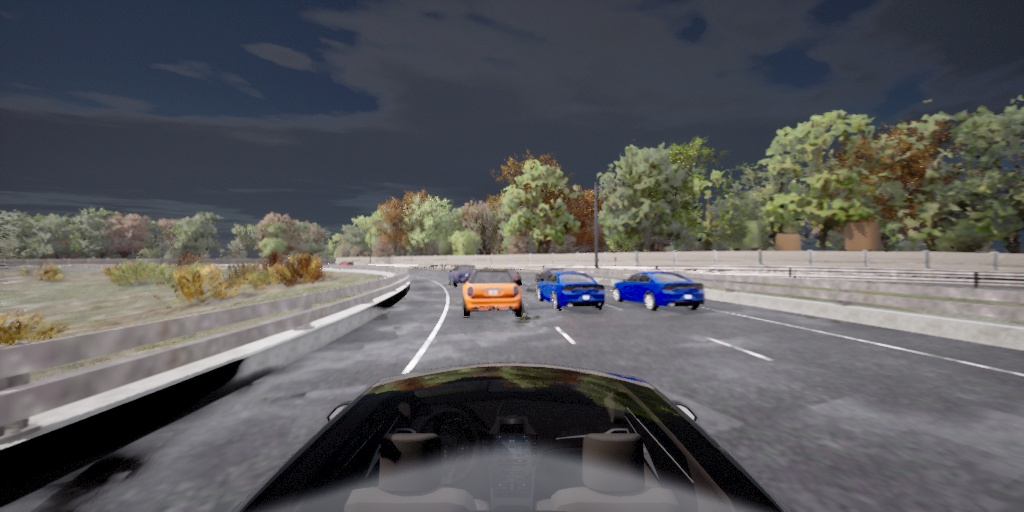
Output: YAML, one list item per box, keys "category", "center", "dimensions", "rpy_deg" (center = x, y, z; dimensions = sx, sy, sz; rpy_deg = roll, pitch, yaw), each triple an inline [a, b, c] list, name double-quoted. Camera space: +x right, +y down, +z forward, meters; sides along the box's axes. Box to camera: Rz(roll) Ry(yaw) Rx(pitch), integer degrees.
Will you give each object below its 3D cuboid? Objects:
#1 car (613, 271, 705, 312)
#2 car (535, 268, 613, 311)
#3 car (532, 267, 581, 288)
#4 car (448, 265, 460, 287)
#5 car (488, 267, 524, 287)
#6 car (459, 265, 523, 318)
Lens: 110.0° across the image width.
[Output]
- category: "car"
  center: [6.003, 1.387, 15.360]
  dimensions: [1.882, 1.535, 5.008]
  rpy_deg: [0, -2, -8]
- category: "car"
  center: [2.409, 1.409, 15.774]
  dimensions: [1.882, 1.535, 5.008]
  rpy_deg: [0, 0, -8]
- category: "car"
  center: [3.430, 1.653, 28.734]
  dimensions: [2.033, 1.411, 5.357]
  rpy_deg: [0, -1, -14]
- category: "car"
  center: [-3.958, 1.496, 29.136]
  dimensions: [2.097, 1.767, 4.553]
  rpy_deg: [0, -1, -16]
- category: "car"
  center: [-0.625, 1.709, 30.190]
  dimensions: [1.994, 1.385, 4.181]
  rpy_deg: [0, -1, -16]
- category: "car"
  center: [-0.903, 1.277, 14.217]
  dimensions: [2.097, 1.767, 4.553]
  rpy_deg: [0, -1, -7]
